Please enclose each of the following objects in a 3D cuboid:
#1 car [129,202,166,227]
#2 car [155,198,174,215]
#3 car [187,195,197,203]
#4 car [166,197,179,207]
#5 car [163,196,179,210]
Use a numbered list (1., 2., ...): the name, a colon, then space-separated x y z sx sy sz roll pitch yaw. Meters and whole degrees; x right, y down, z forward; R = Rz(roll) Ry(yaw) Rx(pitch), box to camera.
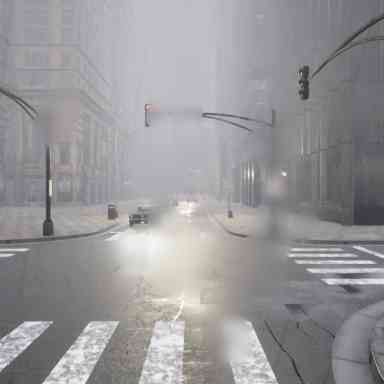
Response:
1. car: -3.114 1.601 23.139 1.895 1.301 4.718 0 0 0
2. car: -3.115 1.564 33.082 1.994 1.385 4.181 0 0 0
3. car: 0.055 1.365 69.613 2.097 1.767 4.553 0 0 0
4. car: -3.086 1.531 53.125 1.812 1.442 4.674 0 0 0
5. car: -3.124 1.354 43.083 2.097 1.767 4.553 0 0 0
